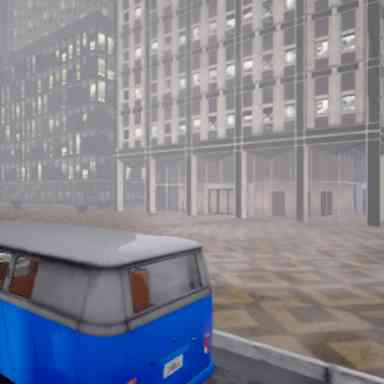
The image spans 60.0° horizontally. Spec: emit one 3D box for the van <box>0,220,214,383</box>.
[{"bbox_3d":[-1.670,1.312,4.078,3.998,1.788,1.690,1,0,36],"label":"van"}]
